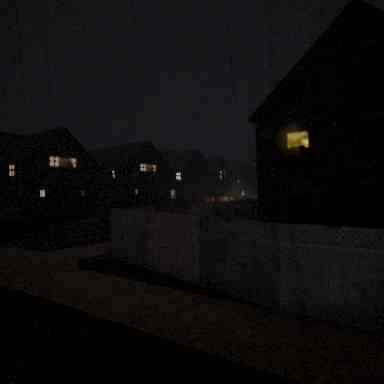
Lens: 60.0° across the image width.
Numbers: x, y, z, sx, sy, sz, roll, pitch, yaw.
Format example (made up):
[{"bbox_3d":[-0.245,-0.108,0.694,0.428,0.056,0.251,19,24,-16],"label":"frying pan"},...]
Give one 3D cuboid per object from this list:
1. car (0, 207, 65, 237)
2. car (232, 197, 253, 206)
[{"bbox_3d":[-8.889,1.544,16.798,1.837,1.490,4.892,-2,0,36],"label":"car"},{"bbox_3d":[5.296,1.358,36.219,1.837,1.490,4.892,-2,-1,36],"label":"car"}]
